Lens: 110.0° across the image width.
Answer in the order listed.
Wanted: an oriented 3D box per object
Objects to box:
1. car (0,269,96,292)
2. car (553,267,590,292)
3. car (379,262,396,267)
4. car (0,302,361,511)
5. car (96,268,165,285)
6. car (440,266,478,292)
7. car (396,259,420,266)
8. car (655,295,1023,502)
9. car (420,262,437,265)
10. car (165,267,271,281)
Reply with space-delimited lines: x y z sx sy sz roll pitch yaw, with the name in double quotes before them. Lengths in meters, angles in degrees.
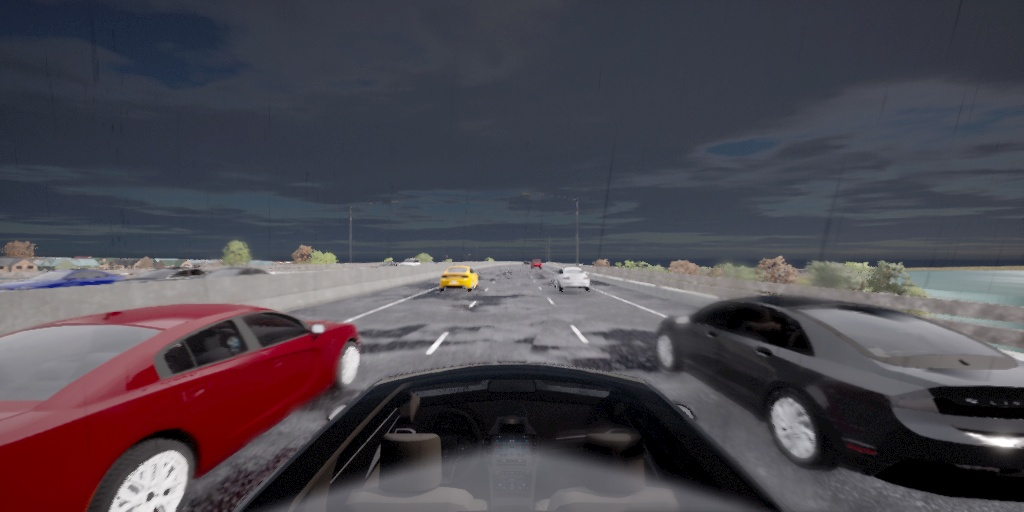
"car" -21.028 1.358 16.951 1.812 1.442 4.674 0 0 1
"car" 3.712 1.436 22.752 1.812 1.442 4.674 0 -1 1
"car" -20.125 1.720 58.418 2.128 1.511 4.902 0 -1 2
"car" -3.395 1.239 3.888 1.882 1.535 5.008 0 0 0
"car" -17.514 1.353 18.432 1.837 1.490 4.892 0 -1 1
"car" -3.274 1.380 22.924 1.882 1.535 5.008 0 -1 1
"car" -16.607 1.470 58.891 2.150 2.045 5.566 0 -1 2
"car" 3.607 1.282 4.846 1.837 1.490 4.892 0 0 0
"car" -13.114 1.759 58.817 1.812 1.442 4.674 0 -1 2
"car" -14.018 1.328 18.092 1.882 1.535 5.008 0 0 1
